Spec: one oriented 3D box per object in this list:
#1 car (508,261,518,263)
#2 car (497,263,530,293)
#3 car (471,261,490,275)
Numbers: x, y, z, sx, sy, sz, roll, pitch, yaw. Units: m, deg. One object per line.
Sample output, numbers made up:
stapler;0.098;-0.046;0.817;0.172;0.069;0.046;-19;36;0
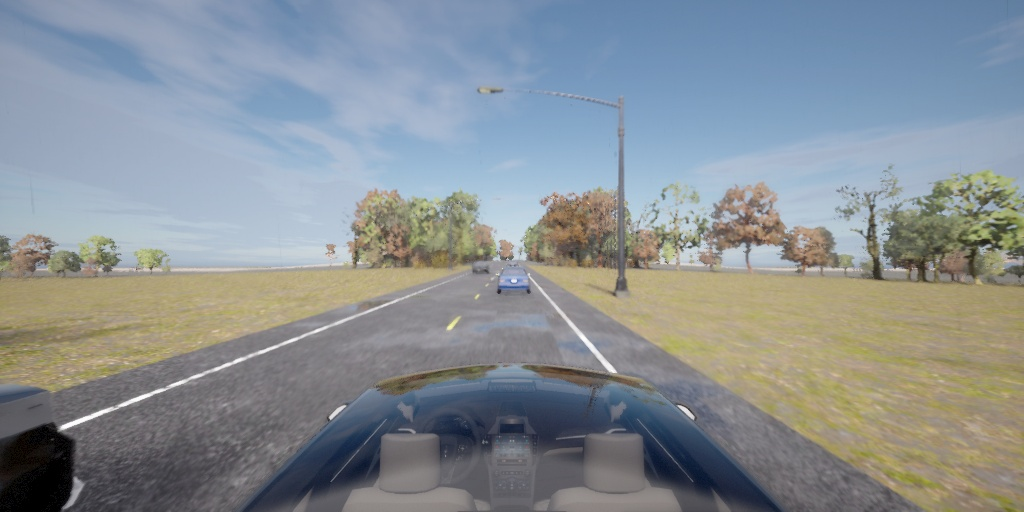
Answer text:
car;0.111;1.426;52.467;2.033;1.411;5.357;0;0;0
car;0.105;1.347;21.267;2.033;1.411;5.357;0;0;0
car;-3.564;1.329;41.702;1.882;1.535;5.008;0;0;0
